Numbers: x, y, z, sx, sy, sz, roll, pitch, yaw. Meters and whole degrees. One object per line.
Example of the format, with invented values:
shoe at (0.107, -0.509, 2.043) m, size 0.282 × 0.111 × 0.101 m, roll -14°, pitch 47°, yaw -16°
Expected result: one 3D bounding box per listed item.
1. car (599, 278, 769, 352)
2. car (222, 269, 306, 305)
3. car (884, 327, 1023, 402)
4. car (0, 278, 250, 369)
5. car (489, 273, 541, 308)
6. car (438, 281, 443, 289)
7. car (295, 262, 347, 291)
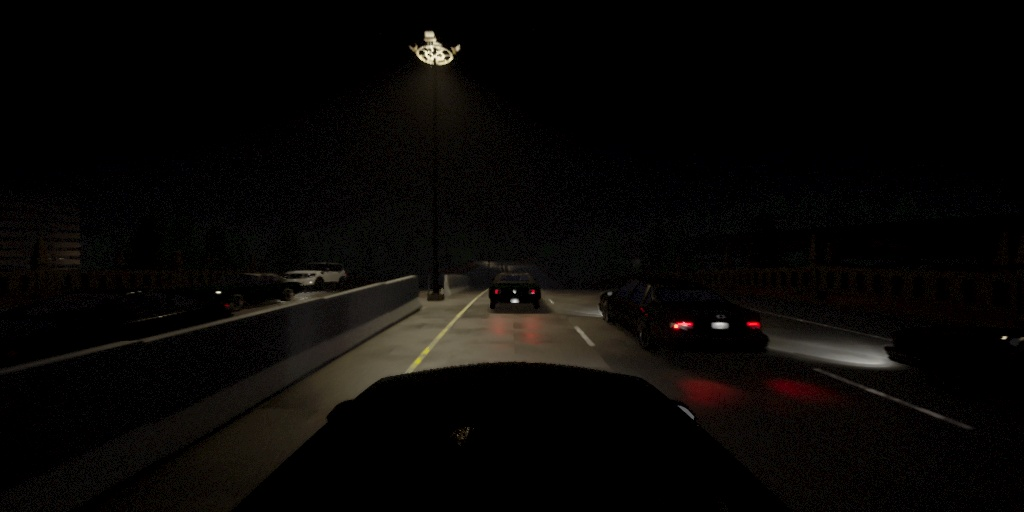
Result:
car at (3.601, 1.245, 8.713) m, size 2.033 × 1.411 × 5.357 m, roll 0°, pitch 0°, yaw 0°
car at (-10.596, 1.343, 14.198) m, size 1.895 × 1.301 × 4.718 m, roll 0°, pitch -1°, yaw 0°
car at (7.100, 1.283, 3.404) m, size 2.033 × 1.411 × 5.357 m, roll 0°, pitch 1°, yaw 0°
car at (-7.097, 1.275, 6.169) m, size 1.994 × 1.385 × 4.181 m, roll 0°, pitch 0°, yaw 0°
car at (0.104, 1.354, 14.975) m, size 1.895 × 1.301 × 4.718 m, roll 0°, pitch -1°, yaw 0°
car at (-10.524, 4.652, 56.791) m, size 1.895 × 1.301 × 4.718 m, roll 0°, pitch -6°, yaw 1°
car at (-14.090, 1.450, 26.058) m, size 2.150 × 2.045 × 5.566 m, roll 0°, pitch -4°, yaw 0°
